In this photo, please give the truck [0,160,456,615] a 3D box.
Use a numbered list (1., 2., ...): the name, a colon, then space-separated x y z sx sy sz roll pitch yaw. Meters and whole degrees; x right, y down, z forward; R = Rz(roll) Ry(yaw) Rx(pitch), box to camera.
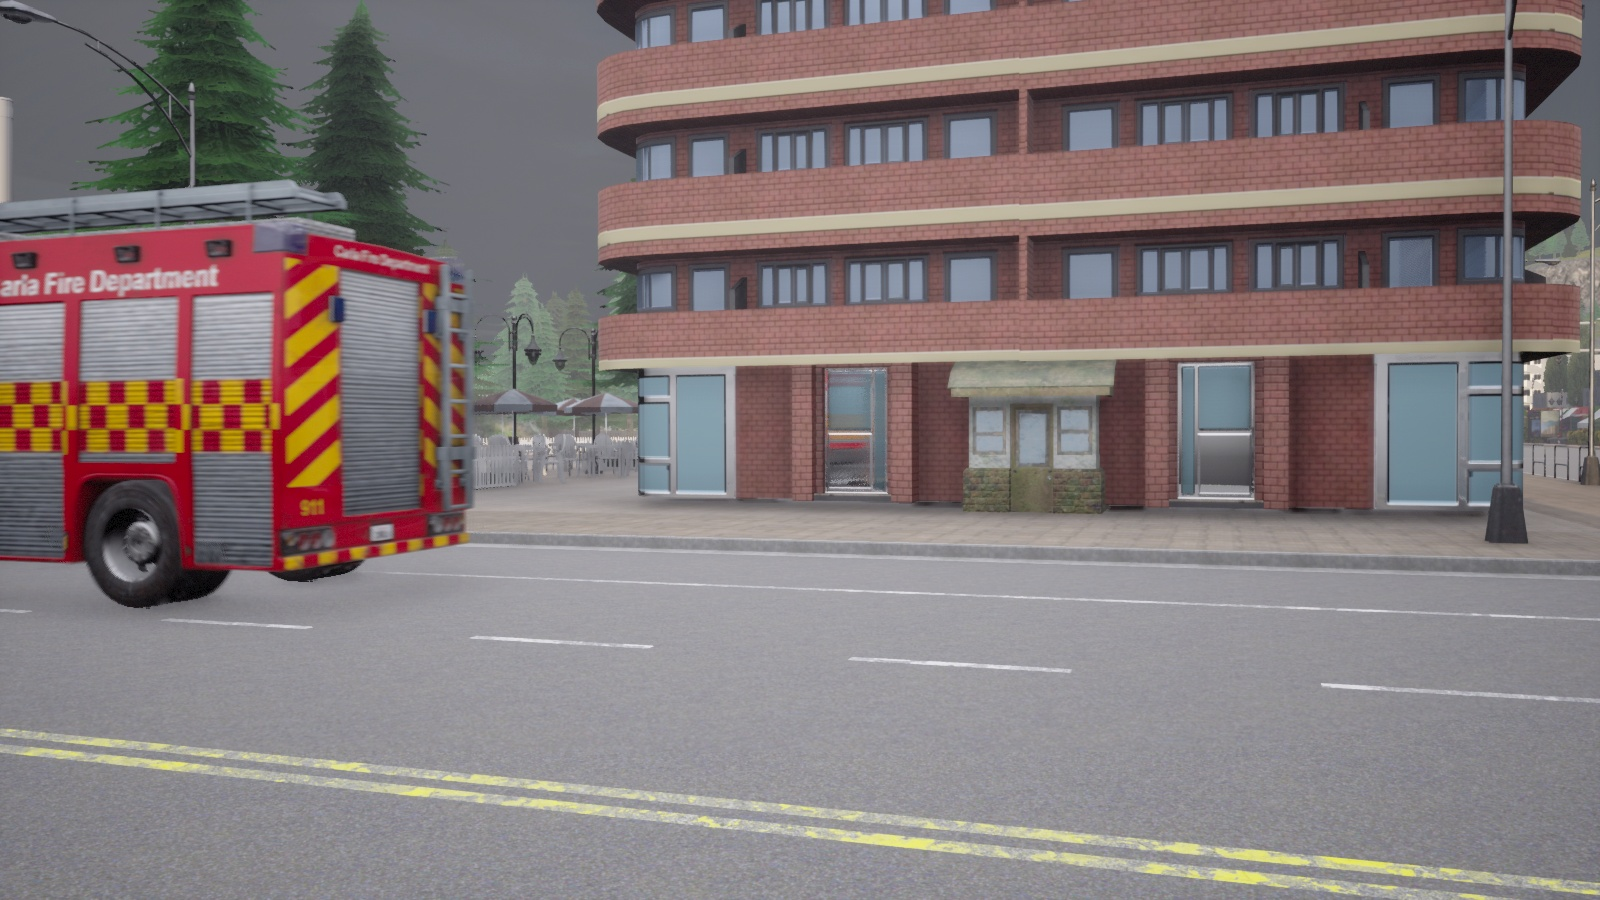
1. truck: -8.123 -0.581 13.291 8.468 3.827 2.891 1 1 19
